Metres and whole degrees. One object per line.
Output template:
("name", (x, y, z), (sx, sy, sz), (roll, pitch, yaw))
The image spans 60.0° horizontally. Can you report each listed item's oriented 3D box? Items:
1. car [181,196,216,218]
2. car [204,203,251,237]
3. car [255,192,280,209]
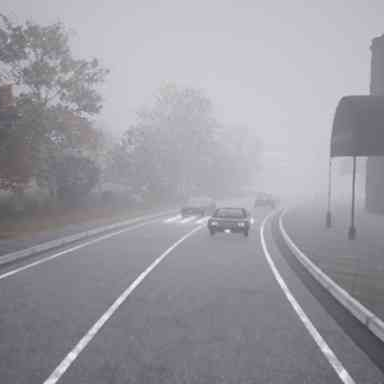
("car", (0.603, 1.082, 26.291), (1.882, 1.535, 5.008), (1, 1, 17))
("car", (2.074, 1.438, 17.249), (1.895, 1.301, 4.718), (1, 1, 11))
("car", (8.329, 0.822, 36.506), (2.097, 1.767, 4.553), (2, 2, 23))
